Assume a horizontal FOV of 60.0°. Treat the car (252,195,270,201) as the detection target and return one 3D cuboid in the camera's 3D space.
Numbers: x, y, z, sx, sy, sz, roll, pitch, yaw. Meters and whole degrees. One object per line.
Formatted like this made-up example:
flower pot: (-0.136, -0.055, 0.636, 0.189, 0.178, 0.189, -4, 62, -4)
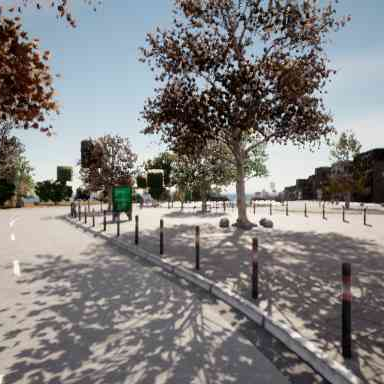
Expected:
car: (19.488, 1.797, 92.960, 4.553, 1.767, 2.185, 0, -1, 8)
